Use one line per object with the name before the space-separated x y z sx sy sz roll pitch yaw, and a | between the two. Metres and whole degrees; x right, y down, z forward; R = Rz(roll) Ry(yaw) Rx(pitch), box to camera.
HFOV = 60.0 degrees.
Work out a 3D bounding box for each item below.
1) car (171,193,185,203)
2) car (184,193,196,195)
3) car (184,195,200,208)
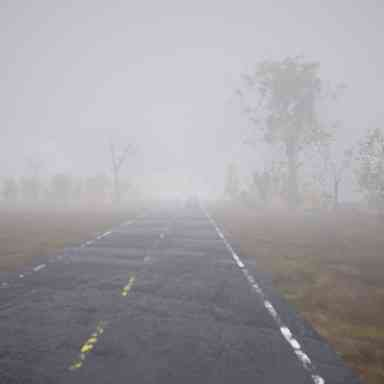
car | -3.015 1.395 64.416 2.033 1.411 5.357 0 0 0
car | 0.092 1.200 63.799 2.097 1.767 4.553 0 0 0
car | 0.097 1.455 46.182 1.994 1.385 4.181 0 0 0
